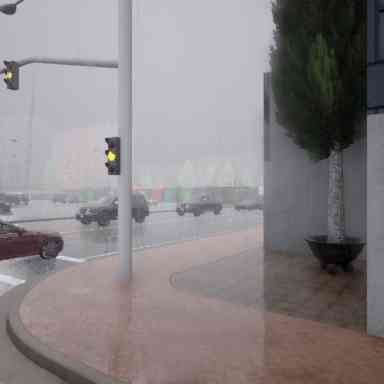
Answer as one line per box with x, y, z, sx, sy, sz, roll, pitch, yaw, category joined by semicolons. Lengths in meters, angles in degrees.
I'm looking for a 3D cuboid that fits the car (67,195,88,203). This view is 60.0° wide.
-21.392;1.364;62.131;3.905;1.438;1.784;0;0;35;car

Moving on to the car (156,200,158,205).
-7.135;1.395;52.039;3.806;1.475;1.970;0;0;35;car

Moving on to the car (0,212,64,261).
-6.309;1.526;10.259;1.812;1.442;4.674;0;0;35;car

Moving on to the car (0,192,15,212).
-20.146;1.156;33.658;3.866;1.878;1.905;0;0;35;car

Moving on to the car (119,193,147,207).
-8.820;1.156;49.684;3.866;1.878;1.905;0;0;35;car

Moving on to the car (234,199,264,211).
7.197;1.547;40.625;2.033;1.411;5.357;0;0;37;car

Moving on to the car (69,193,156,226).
-5.471;1.221;23.707;2.150;2.045;5.566;0;0;36;car

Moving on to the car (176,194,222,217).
0.798;1.221;32.111;2.150;2.045;5.566;0;0;37;car

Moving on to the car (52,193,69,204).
-23.120;1.153;59.806;4.605;1.855;1.932;0;0;35;car
